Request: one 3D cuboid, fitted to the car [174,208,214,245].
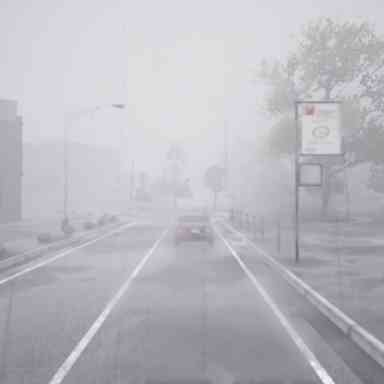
[{"bbox_3d":[0.092,1.728,16.439,2.033,1.411,5.357,0,-1,0],"label":"car"}]

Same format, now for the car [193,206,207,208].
[{"bbox_3d":[0.763,2.035,32.063,1.994,1.385,4.181,0,-1,8],"label":"car"}]
